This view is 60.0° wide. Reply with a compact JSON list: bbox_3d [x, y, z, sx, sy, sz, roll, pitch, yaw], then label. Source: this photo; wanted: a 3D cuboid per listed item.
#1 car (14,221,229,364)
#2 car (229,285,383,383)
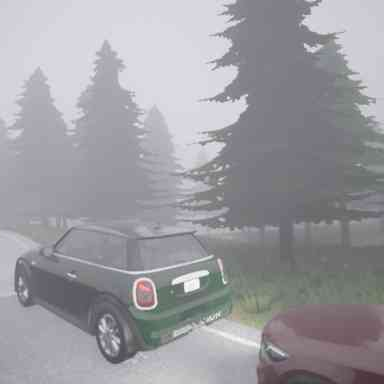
[{"bbox_3d":[-1.537,1.324,6.169,4.553,1.767,2.097,1,1,44],"label":"car"},{"bbox_3d":[2.803,1.533,2.560,4.674,1.442,1.812,0,0,36],"label":"car"}]
